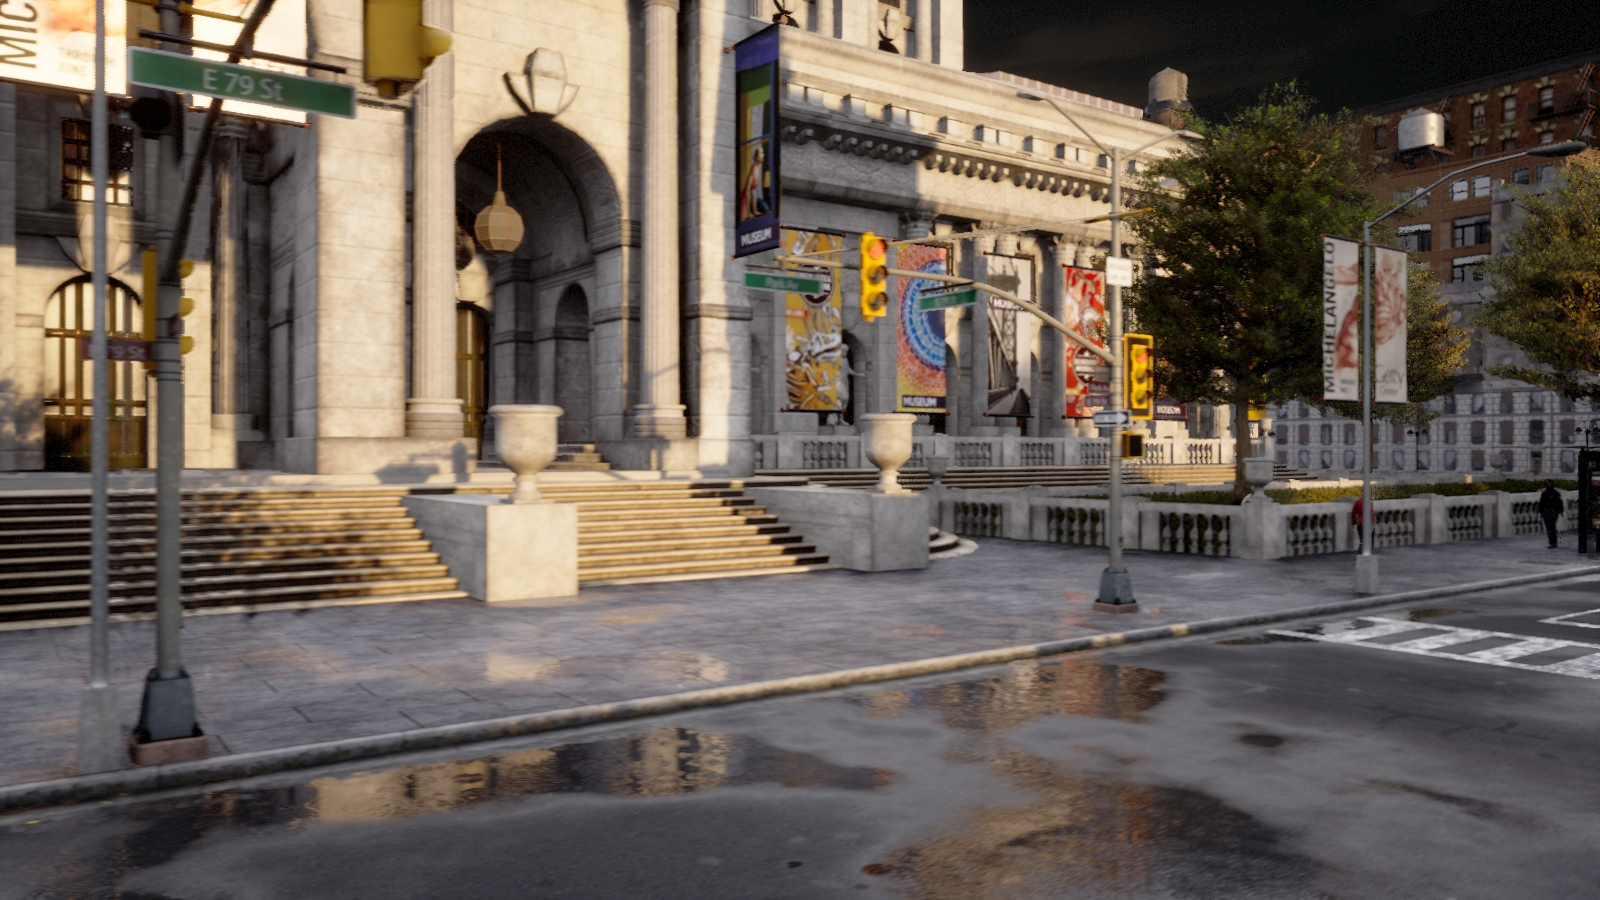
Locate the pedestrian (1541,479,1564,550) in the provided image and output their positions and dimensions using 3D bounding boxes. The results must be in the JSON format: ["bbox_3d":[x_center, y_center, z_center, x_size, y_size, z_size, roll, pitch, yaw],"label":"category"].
[{"bbox_3d":[19.997,1.696,30.353,0.375,1.860,0.375,0,0,-32],"label":"pedestrian"}]

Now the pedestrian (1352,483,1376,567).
[{"bbox_3d":[12.794,1.696,25.909,0.375,1.860,0.375,0,0,-40],"label":"pedestrian"}]
